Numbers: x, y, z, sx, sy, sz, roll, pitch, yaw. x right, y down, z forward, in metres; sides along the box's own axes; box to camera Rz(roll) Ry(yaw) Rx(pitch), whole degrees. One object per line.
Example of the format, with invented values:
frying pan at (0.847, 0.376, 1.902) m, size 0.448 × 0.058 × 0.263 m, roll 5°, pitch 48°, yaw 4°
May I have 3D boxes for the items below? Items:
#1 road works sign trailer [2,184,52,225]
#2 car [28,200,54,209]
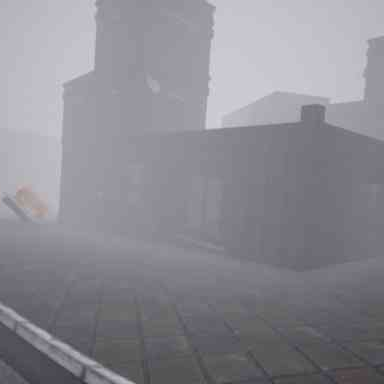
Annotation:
road works sign trailer at (-10.823, 1.146, 20.919) m, size 2.880 × 2.380 × 3.560 m, roll -42°, pitch 11°, yaw -16°
car at (-22.696, 1.835, 50.022) m, size 1.994 × 1.385 × 4.181 m, roll 5°, pitch -1°, yaw 13°
